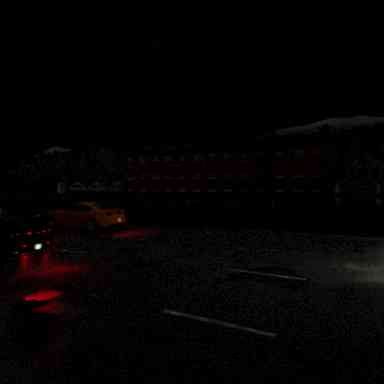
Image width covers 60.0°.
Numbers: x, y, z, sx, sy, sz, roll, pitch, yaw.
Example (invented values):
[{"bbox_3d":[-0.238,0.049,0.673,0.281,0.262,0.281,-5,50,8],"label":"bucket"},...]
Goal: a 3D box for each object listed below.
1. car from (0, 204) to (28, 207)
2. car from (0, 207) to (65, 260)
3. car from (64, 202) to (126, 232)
[{"bbox_3d":[-9.527,1.333,16.533,4.902,1.511,2.128,0,1,26],"label":"car"},{"bbox_3d":[-6.843,1.396,11.242,4.892,1.490,1.837,0,0,27],"label":"car"},{"bbox_3d":[-6.062,1.302,18.728,5.008,1.535,1.882,0,1,26],"label":"car"}]
